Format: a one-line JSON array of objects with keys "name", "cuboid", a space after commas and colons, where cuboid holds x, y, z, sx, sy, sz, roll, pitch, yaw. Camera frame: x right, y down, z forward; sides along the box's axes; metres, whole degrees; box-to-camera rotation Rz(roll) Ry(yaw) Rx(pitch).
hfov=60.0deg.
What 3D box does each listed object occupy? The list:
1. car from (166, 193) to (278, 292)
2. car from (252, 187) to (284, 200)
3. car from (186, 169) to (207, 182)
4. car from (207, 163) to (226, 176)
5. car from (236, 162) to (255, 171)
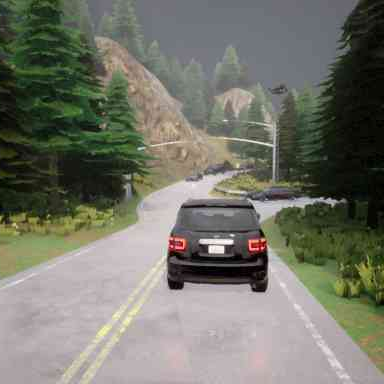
[{"name": "car", "cuboid": [0.705, 1.172, 8.993, 2.150, 2.045, 5.566, 0, 0, 5]}, {"name": "car", "cuboid": [7.934, 0.197, 32.422, 5.357, 1.411, 2.033, -2, 5, -17]}, {"name": "car", "cuboid": [0.427, -2.530, 55.249, 1.994, 1.385, 4.181, 2, 10, 19]}, {"name": "car", "cuboid": [4.449, -4.337, 63.781, 2.150, 2.045, 5.566, 4, 10, 36]}, {"name": "car", "cuboid": [11.486, -5.593, 70.931, 4.553, 1.767, 2.097, -9, 9, -36]}]
